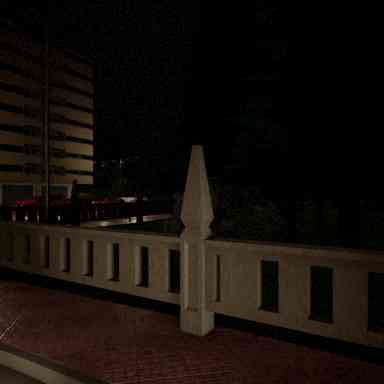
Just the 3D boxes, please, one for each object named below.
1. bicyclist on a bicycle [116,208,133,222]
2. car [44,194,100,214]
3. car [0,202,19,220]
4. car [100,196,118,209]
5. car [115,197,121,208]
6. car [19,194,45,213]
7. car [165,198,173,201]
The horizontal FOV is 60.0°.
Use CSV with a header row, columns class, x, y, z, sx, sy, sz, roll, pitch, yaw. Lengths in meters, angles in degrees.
class,x,y,z,sx,sy,sz,roll,pitch,yaw
bicyclist on a bicycle,-4.880,1.356,24.007,1.656,1.620,0.582,0,0,29
car,-12.071,1.407,33.699,2.097,1.767,4.553,0,0,29
car,-16.529,1.547,25.641,2.128,1.511,4.902,0,0,29
car,-10.789,1.408,43.216,2.097,1.767,4.553,0,0,29
car,-7.161,1.656,42.544,1.895,1.301,4.718,0,0,29
car,-15.532,1.277,34.668,2.150,2.045,5.566,0,0,29
car,-4.785,1.548,53.943,2.128,1.511,4.902,0,0,29
